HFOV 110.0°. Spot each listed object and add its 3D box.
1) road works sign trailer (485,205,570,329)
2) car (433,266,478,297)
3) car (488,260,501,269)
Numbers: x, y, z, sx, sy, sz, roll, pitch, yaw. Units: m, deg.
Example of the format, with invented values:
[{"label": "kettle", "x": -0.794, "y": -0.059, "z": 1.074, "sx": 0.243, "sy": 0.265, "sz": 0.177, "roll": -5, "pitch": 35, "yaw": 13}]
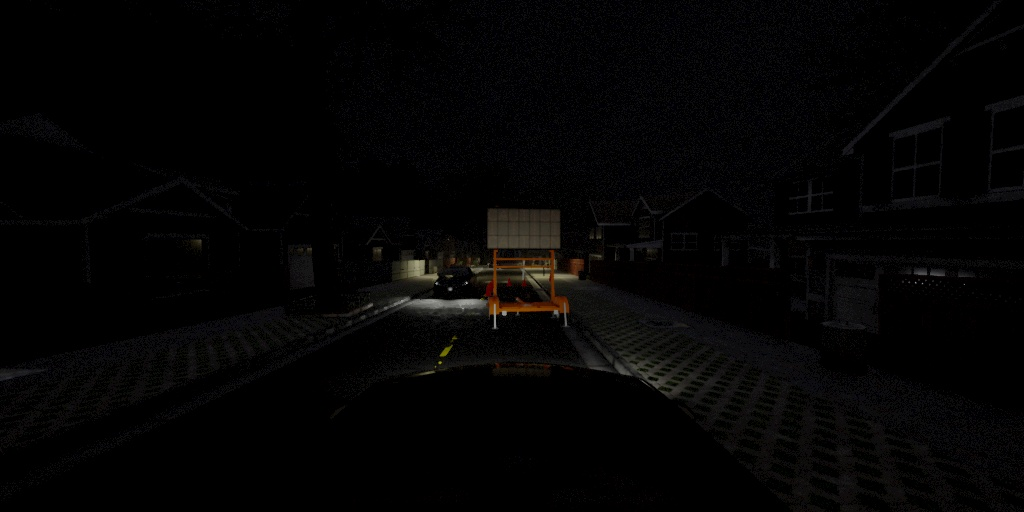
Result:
[{"label": "road works sign trailer", "x": 0.352, "y": 0.209, "z": 11.333, "sx": 2.380, "sy": 3.560, "sz": 2.880, "roll": 0, "pitch": 0, "yaw": -7}, {"label": "car", "x": -2.866, "y": 1.269, "z": 18.976, "sx": 1.812, "sy": 1.442, "sz": 4.674, "roll": 0, "pitch": 0, "yaw": 0}, {"label": "car", "x": -2.807, "y": 1.332, "z": 59.274, "sx": 1.812, "sy": 1.442, "sz": 4.674, "roll": 0, "pitch": 0, "yaw": 0}]
